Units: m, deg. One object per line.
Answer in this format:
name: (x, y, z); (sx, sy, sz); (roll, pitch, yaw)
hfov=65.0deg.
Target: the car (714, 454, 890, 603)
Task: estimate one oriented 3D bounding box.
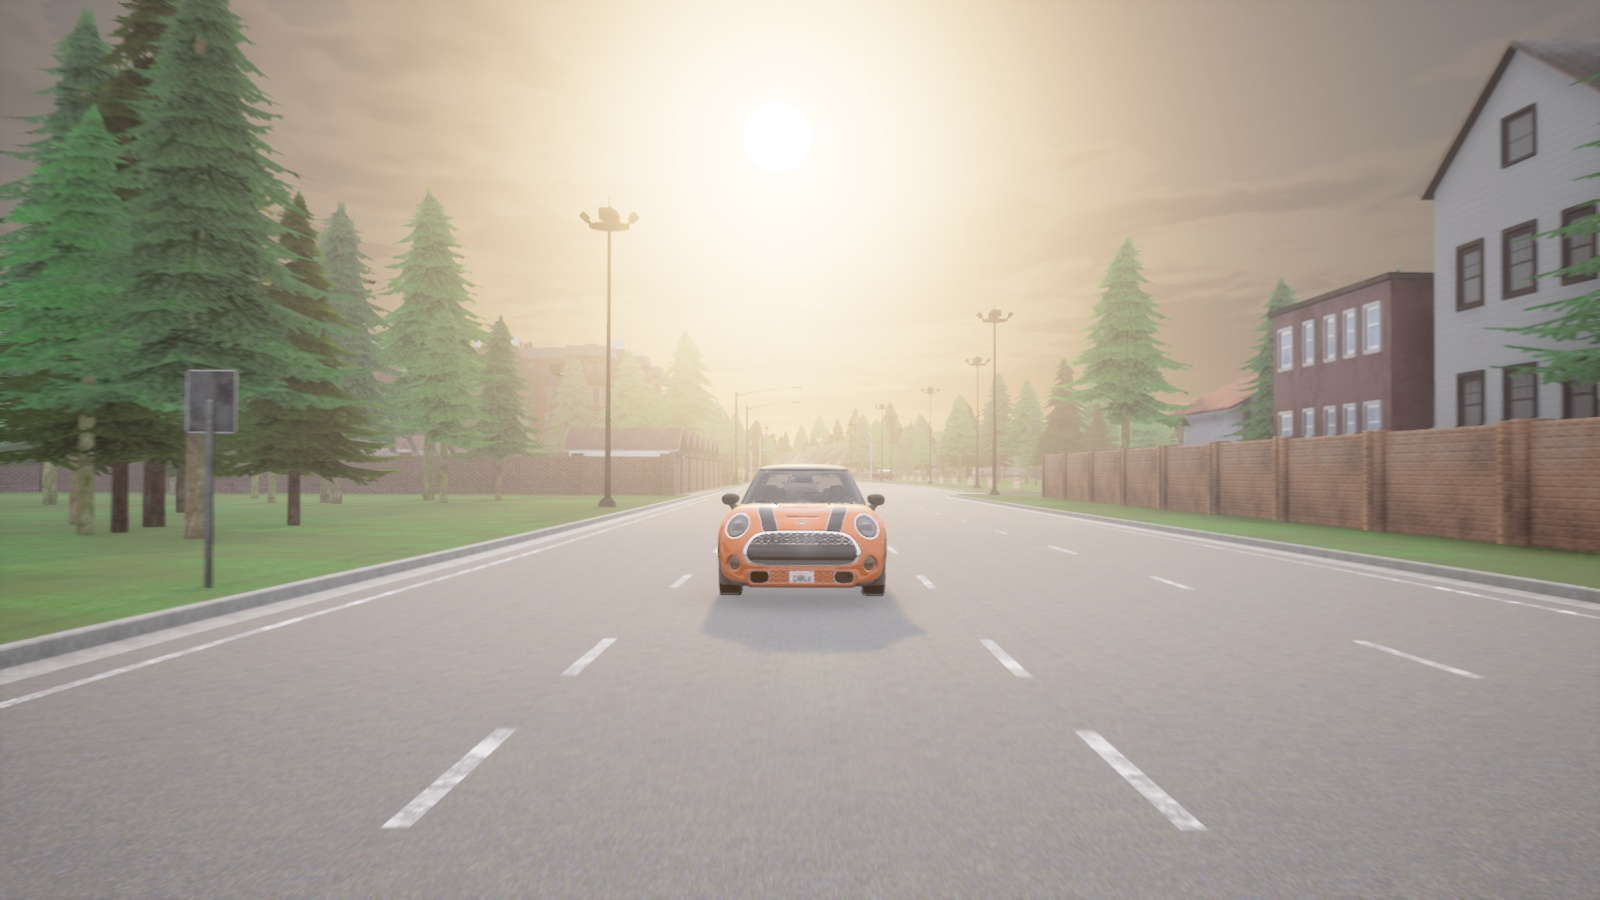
car: (0.050, 0.979, 17.254); (2.097, 1.767, 4.553); (0, -1, 1)
